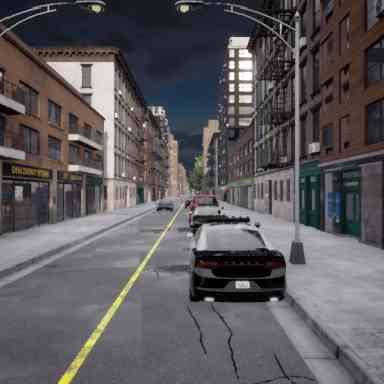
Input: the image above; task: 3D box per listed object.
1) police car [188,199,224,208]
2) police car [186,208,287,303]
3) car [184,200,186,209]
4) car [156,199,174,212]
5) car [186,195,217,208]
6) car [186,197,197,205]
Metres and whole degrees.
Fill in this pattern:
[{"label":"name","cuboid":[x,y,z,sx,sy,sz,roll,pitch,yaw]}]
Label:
[{"label":"police car","cuboid":[0.872,1.434,18.427,1.930,1.638,5.238,0,0,0]},{"label":"police car","cuboid":[0.887,1.427,8.427,1.930,1.638,5.238,0,0,0]},{"label":"car","cuboid":[-0.058,1.548,46.482,1.837,1.490,4.892,0,0,0]},{"label":"car","cuboid":[-3.060,1.580,38.935,2.033,1.411,5.357,0,0,0]},{"label":"car","cuboid":[0.863,1.239,24.348,2.150,2.045,5.566,0,0,0]},{"label":"car","cuboid":[-0.092,1.630,59.873,1.994,1.385,4.181,0,0,0]}]
